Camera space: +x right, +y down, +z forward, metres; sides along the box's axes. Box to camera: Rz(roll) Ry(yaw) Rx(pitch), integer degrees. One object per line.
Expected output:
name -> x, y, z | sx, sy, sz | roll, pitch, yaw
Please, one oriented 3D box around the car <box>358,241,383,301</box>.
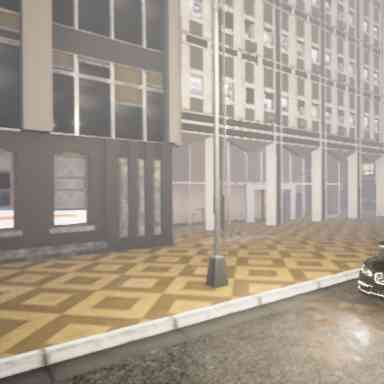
car -> 5.615, 1.514, 7.381 | 4.892, 1.490, 1.837 | 0, 0, -35
